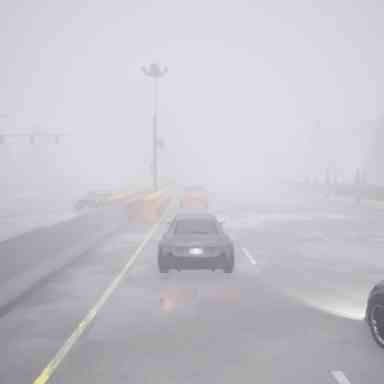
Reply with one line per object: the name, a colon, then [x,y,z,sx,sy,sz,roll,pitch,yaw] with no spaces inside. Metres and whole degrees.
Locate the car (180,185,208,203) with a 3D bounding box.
car: [0.158,0.220,26.076,2.097,1.767,4.553,0,3,0]

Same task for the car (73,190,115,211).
car: [-7.014,0.566,24.267,1.895,1.301,4.718,0,3,1]

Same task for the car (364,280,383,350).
car: [3.600,1.515,3.325,1.994,1.385,4.181,0,1,0]

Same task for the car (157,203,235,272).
car: [0.101,1.290,9.935,1.994,1.385,4.181,0,3,0]
